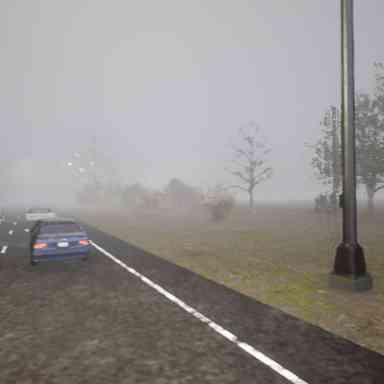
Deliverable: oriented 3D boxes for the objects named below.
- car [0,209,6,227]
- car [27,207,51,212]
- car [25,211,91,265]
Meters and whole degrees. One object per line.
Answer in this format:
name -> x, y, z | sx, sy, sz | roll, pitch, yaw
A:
car -> -15.298, 1.792, 25.049 | 1.837, 1.490, 4.892 | 0, 0, -26
car -> -12.054, 1.862, 26.372 | 1.895, 1.301, 4.718 | 0, 0, -26
car -> -5.040, 1.664, 12.327 | 2.033, 1.411, 5.357 | 0, 0, -27
